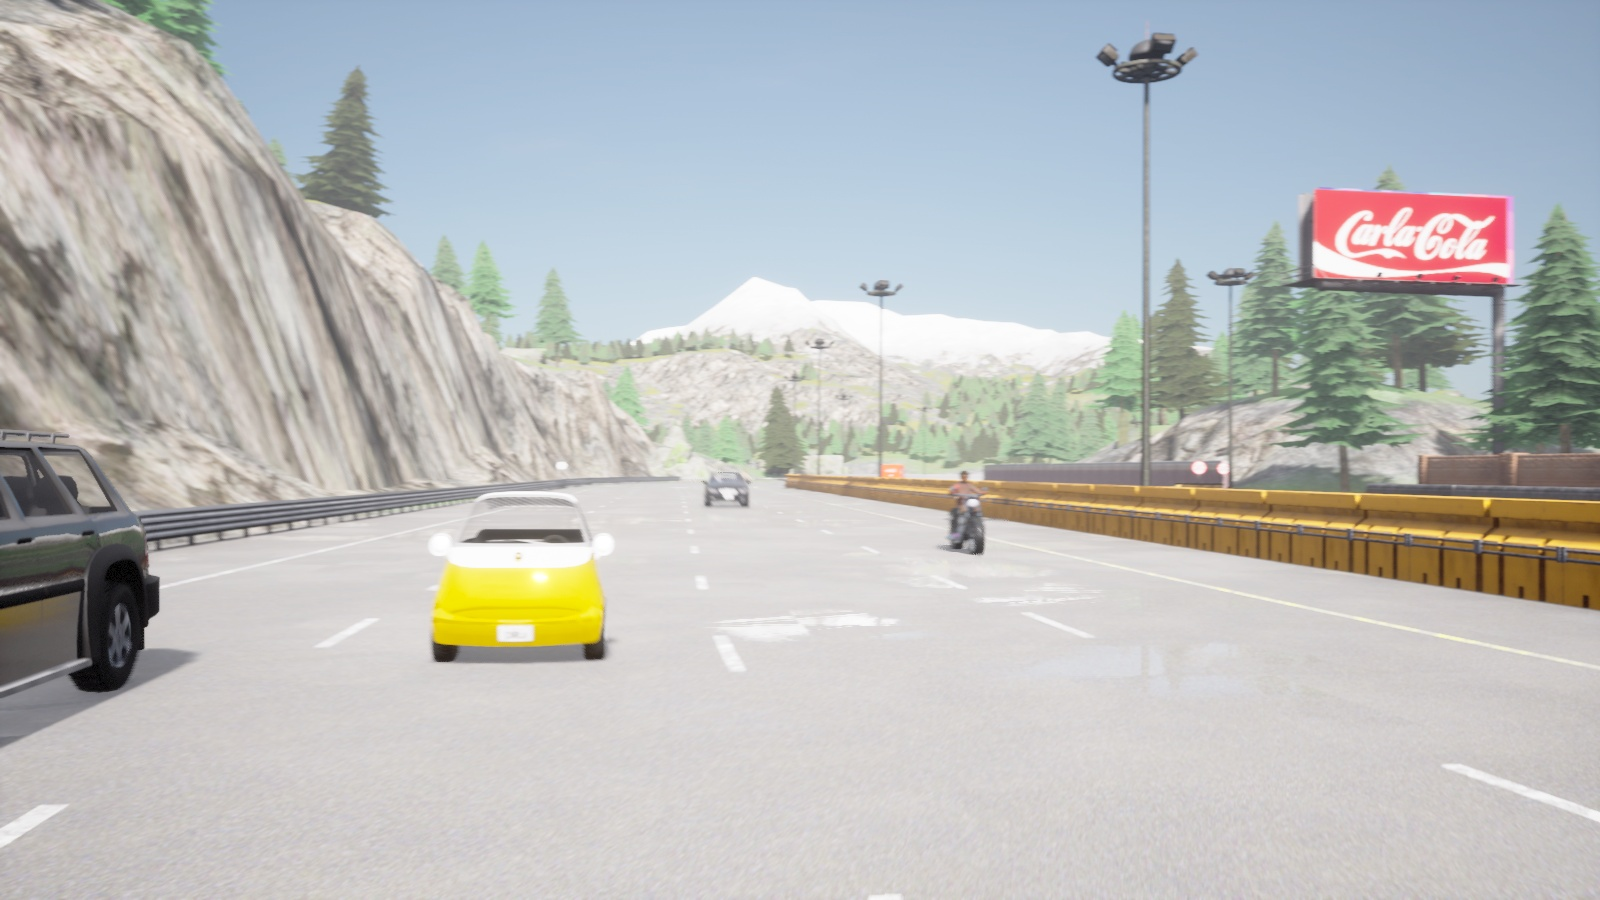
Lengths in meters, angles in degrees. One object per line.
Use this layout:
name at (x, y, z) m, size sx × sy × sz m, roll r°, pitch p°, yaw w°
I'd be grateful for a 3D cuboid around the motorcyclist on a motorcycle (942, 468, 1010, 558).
motorcyclist on a motorcycle at (3.369, 1.168, 24.232) m, size 0.766 × 1.649 × 2.350 m, roll 0°, pitch -1°, yaw -5°

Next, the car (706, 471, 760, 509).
car at (-2.918, 1.677, 53.755) m, size 2.128 × 1.511 × 4.902 m, roll 0°, pitch -1°, yaw -5°

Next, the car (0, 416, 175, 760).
car at (-5.346, 0.756, 7.088) m, size 1.932 × 1.855 × 4.605 m, roll 0°, pitch -1°, yaw -8°

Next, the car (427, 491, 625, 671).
car at (-2.302, 1.056, 10.963) m, size 1.481 × 1.376 × 2.207 m, roll 0°, pitch -1°, yaw -7°
